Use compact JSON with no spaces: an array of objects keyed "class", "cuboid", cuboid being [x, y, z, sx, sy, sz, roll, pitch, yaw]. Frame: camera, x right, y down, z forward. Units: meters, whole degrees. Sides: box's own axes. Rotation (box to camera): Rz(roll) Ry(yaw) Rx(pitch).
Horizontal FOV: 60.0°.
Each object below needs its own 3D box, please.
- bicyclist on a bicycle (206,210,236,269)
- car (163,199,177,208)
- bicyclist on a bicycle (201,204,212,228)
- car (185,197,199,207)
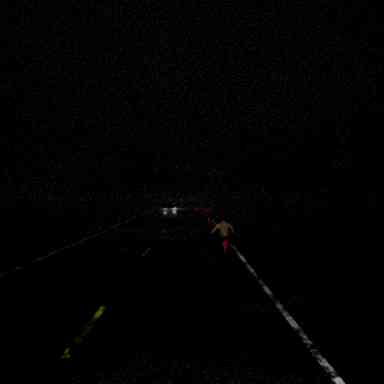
[{"class":"bicyclist on a bicycle","cuboid":[0.982,1.489,10.441,0.866,1.612,1.509,0,0,0]},{"class":"car","cuboid":[-3.560,1.794,54.057,1.812,1.442,4.674,0,-1,0]},{"class":"bicyclist on a bicycle","cuboid":[0.984,1.536,19.926,0.866,1.612,1.509,0,0,0]},{"class":"car","cuboid":[0.105,1.810,57.198,1.812,1.442,4.674,0,0,0]}]
